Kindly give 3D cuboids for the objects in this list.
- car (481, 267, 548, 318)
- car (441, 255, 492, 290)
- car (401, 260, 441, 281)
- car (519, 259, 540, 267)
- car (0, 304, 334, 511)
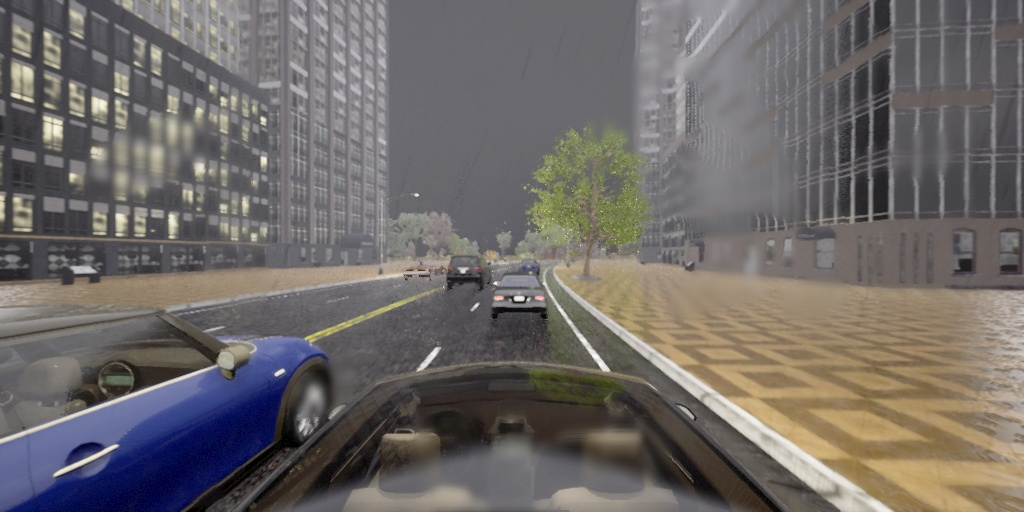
[{"bbox_3d":[0.283,1.278,12.897,2.033,1.411,5.357,0,0,2],"label":"car"},{"bbox_3d":[-2.570,0.937,22.414,2.150,2.045,5.566,0,0,3],"label":"car"},{"bbox_3d":[-5.836,0.921,24.367,1.895,1.301,4.718,0,0,3],"label":"car"},{"bbox_3d":[1.852,1.052,37.330,2.097,1.767,4.553,0,0,5],"label":"car"},{"bbox_3d":[-3.145,1.100,2.371,2.097,1.767,4.553,0,0,0],"label":"car"}]
